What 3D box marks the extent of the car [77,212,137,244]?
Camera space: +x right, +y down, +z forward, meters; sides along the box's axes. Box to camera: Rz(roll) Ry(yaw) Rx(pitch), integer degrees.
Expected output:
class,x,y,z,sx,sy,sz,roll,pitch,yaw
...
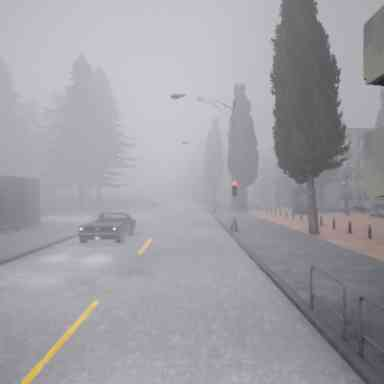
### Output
class,x,y,z,sx,sy,sz,roll,pitch,yaw
car,-4.032,1.675,16.407,1.895,1.301,4.718,0,0,0
